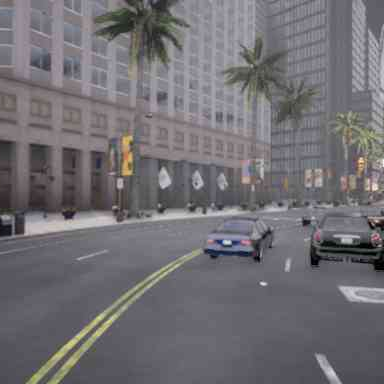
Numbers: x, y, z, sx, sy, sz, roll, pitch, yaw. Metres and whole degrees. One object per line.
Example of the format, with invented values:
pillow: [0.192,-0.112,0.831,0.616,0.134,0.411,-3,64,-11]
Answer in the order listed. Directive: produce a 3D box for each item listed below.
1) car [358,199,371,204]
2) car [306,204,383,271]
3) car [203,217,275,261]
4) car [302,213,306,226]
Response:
car: [38.657,2.348,74.434,2.161,1.482,4.786,0,-1,40]
car: [5.332,1.480,11.776,2.097,1.767,4.553,0,-1,21]
car: [2.014,1.676,12.936,2.033,1.411,5.357,0,-1,21]
car: [9.956,1.836,25.202,1.994,1.385,4.181,0,-1,41]
